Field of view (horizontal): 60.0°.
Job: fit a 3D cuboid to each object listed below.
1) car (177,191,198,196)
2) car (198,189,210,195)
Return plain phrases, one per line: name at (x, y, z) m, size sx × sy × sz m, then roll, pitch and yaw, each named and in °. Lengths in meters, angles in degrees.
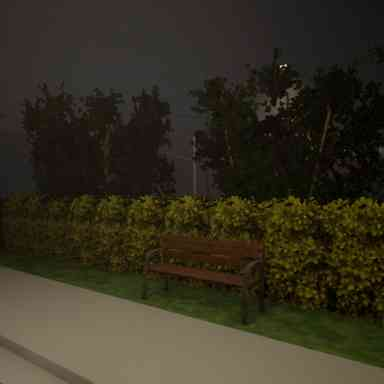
car at (-1.499, 0.678, 65.830) m, size 2.097 × 1.767 × 4.553 m, roll 0°, pitch 1°, yaw 35°
car at (2.875, 0.498, 65.974) m, size 2.150 × 2.045 × 5.566 m, roll 0°, pitch 1°, yaw 35°
